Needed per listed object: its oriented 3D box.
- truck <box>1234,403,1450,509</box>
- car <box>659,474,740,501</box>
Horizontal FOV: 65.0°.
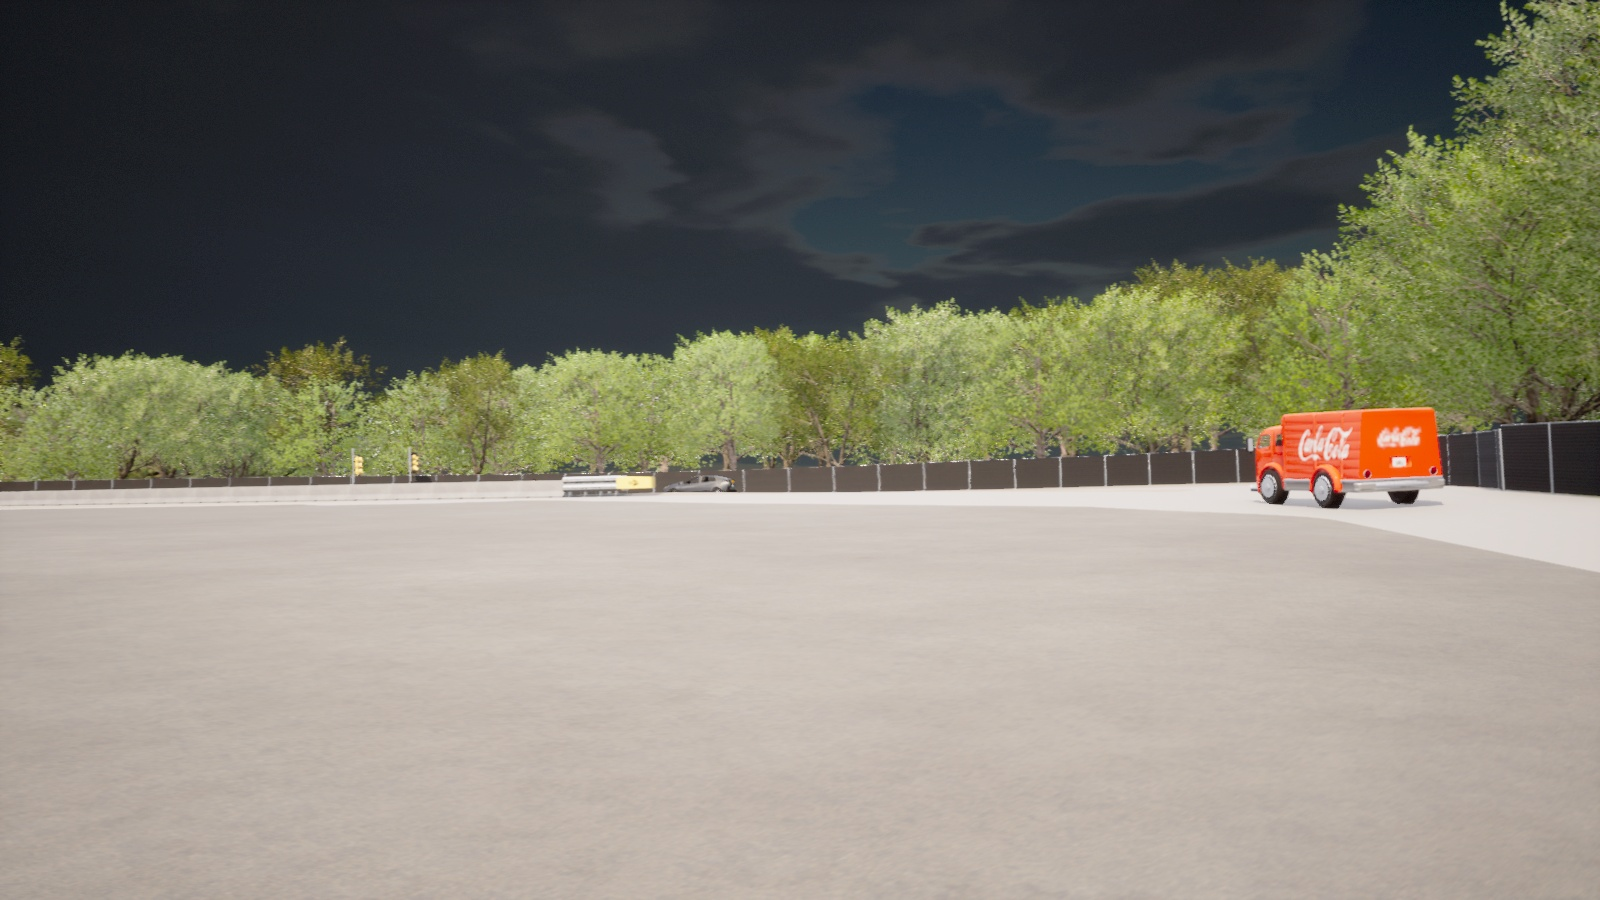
[{"bbox_3d":[14.120,0.168,33.170,2.627,2.467,5.204,-3,0,-12],"label":"truck"},{"bbox_3d":[-6.159,2.331,77.274,4.514,1.525,2.007,-2,-2,14],"label":"car"}]
